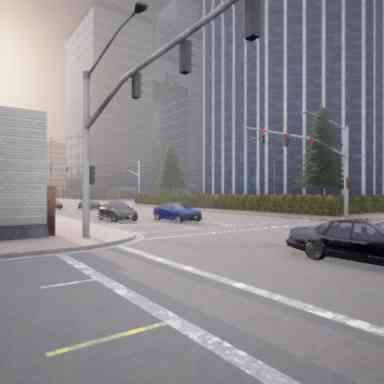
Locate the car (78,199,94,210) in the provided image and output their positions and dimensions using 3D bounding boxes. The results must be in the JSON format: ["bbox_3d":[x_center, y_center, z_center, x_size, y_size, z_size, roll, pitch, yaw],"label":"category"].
[{"bbox_3d":[-13.228,1.596,42.646,1.812,1.442,4.674,0,0,-35],"label":"car"}]

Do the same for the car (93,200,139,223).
[{"bbox_3d":[-5.962,1.571,26.482,1.837,1.490,4.892,0,0,-36],"label":"car"}]

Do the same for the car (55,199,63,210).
[{"bbox_3d":[-18.770,1.614,44.423,2.033,1.411,5.357,0,0,-36],"label":"car"}]

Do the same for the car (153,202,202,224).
[{"bbox_3d":[-1.195,1.548,25.849,1.882,1.535,5.008,0,0,-36],"label":"car"}]

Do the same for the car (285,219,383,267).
[{"bbox_3d":[5.550,1.583,10.496,2.033,1.411,5.357,0,0,-36],"label":"car"}]
